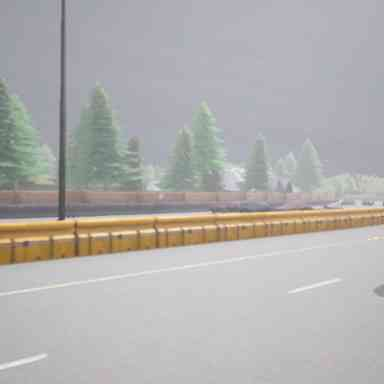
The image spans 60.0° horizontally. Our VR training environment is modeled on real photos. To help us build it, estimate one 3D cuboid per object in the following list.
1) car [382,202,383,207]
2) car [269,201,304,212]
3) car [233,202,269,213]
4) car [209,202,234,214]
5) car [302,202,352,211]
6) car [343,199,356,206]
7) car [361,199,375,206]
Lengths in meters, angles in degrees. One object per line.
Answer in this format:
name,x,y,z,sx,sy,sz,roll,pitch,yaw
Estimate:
car,37.755,2.069,63.615,2.033,1.411,5.357,0,0,36
car,10.339,1.704,33.585,5.008,1.535,1.882,1,0,-40
car,6.937,1.813,35.270,4.718,1.301,1.895,1,0,-40
car,4.178,1.805,37.527,4.718,1.301,1.895,1,0,-40
car,12.577,1.829,30.871,4.718,1.301,1.895,1,0,-40
car,31.669,2.060,67.123,2.033,1.411,5.357,0,0,36
car,34.593,2.064,65.199,2.033,1.411,5.357,0,0,36
